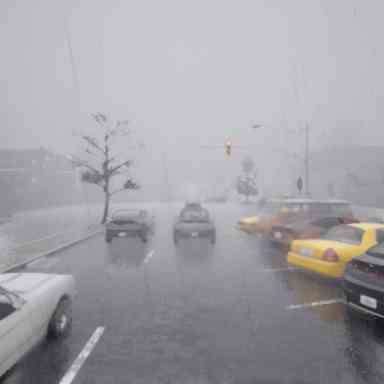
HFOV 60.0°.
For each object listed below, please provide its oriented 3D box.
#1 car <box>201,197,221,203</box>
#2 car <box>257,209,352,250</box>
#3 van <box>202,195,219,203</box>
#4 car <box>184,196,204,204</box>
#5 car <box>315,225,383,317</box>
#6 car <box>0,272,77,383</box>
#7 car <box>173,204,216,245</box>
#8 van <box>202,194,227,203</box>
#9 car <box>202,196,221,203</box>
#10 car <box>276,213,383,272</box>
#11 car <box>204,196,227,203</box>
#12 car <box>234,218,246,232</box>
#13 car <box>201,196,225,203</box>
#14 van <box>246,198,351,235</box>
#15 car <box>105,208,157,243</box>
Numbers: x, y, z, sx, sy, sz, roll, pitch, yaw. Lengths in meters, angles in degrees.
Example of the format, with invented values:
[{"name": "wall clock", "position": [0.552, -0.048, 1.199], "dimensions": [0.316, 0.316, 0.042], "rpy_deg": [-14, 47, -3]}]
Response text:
[{"name": "car", "position": [5.309, 2.239, 94.198], "dimensions": [5.366, 1.575, 1.946], "rpy_deg": [1, -2, -20]}, {"name": "car", "position": [5.104, 1.544, 12.079], "dimensions": [4.792, 1.488, 2.163], "rpy_deg": [1, 0, -20]}, {"name": "van", "position": [5.030, 1.932, 91.115], "dimensions": [4.442, 1.987, 1.878], "rpy_deg": [1, -1, -20]}, {"name": "car", "position": [0.121, 1.579, 37.762], "dimensions": [1.837, 1.490, 4.892], "rpy_deg": [0, 1, 0]}, {"name": "car", "position": [5.067, 1.501, 6.101], "dimensions": [4.892, 1.521, 2.231], "rpy_deg": [1, 0, -20]}, {"name": "car", "position": [-2.898, 1.606, 3.638], "dimensions": [1.895, 1.301, 4.718], "rpy_deg": [0, 0, 0]}, {"name": "car", "position": [0.110, 1.525, 15.764], "dimensions": [2.128, 1.511, 4.902], "rpy_deg": [0, 0, 0]}, {"name": "van", "position": [5.014, 1.385, 70.275], "dimensions": [4.442, 1.987, 1.878], "rpy_deg": [1, -1, -20]}, {"name": "car", "position": [5.164, 1.957, 88.187], "dimensions": [4.553, 1.767, 2.185], "rpy_deg": [1, -1, -20]}, {"name": "car", "position": [5.250, 1.506, 9.149], "dimensions": [5.366, 1.575, 1.946], "rpy_deg": [1, 0, -20]}, {"name": "car", "position": [5.117, 1.732, 73.291], "dimensions": [4.674, 1.452, 2.002], "rpy_deg": [1, -2, -20]}, {"name": "car", "position": [4.910, 1.525, 17.964], "dimensions": [5.366, 1.575, 1.946], "rpy_deg": [1, 0, -20]}, {"name": "car", "position": [4.953, 1.841, 79.178], "dimensions": [5.366, 1.575, 1.946], "rpy_deg": [1, -1, -20]}, {"name": "van", "position": [4.974, 1.295, 15.006], "dimensions": [4.442, 1.987, 1.878], "rpy_deg": [1, 0, -20]}, {"name": "car", "position": [-2.889, 1.540, 16.267], "dimensions": [1.837, 1.490, 4.892], "rpy_deg": [0, 0, 0]}]
